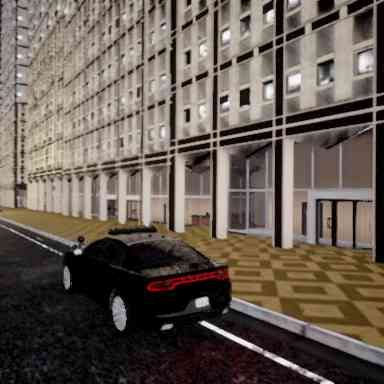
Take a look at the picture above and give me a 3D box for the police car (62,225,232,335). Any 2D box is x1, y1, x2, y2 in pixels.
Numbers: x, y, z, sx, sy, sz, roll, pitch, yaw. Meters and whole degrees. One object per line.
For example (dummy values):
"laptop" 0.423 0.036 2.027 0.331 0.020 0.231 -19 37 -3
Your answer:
"police car" -1.379 1.561 7.297 1.930 1.638 5.238 1 -1 -36
